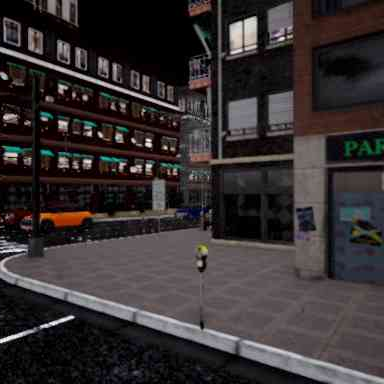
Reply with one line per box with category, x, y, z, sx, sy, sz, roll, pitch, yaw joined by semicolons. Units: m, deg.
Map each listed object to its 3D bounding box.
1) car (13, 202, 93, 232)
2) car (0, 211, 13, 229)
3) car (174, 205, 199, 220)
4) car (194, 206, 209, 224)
car;-9.020;1.663;22.403;2.097;1.767;4.553;0;-1;36
car;-11.038;1.641;23.981;2.192;1.841;5.009;-2;-2;35
car;0.053;2.122;35.270;1.812;1.442;4.674;0;-1;35
car;2.352;2.072;28.559;1.802;1.307;4.206;-2;-2;35
